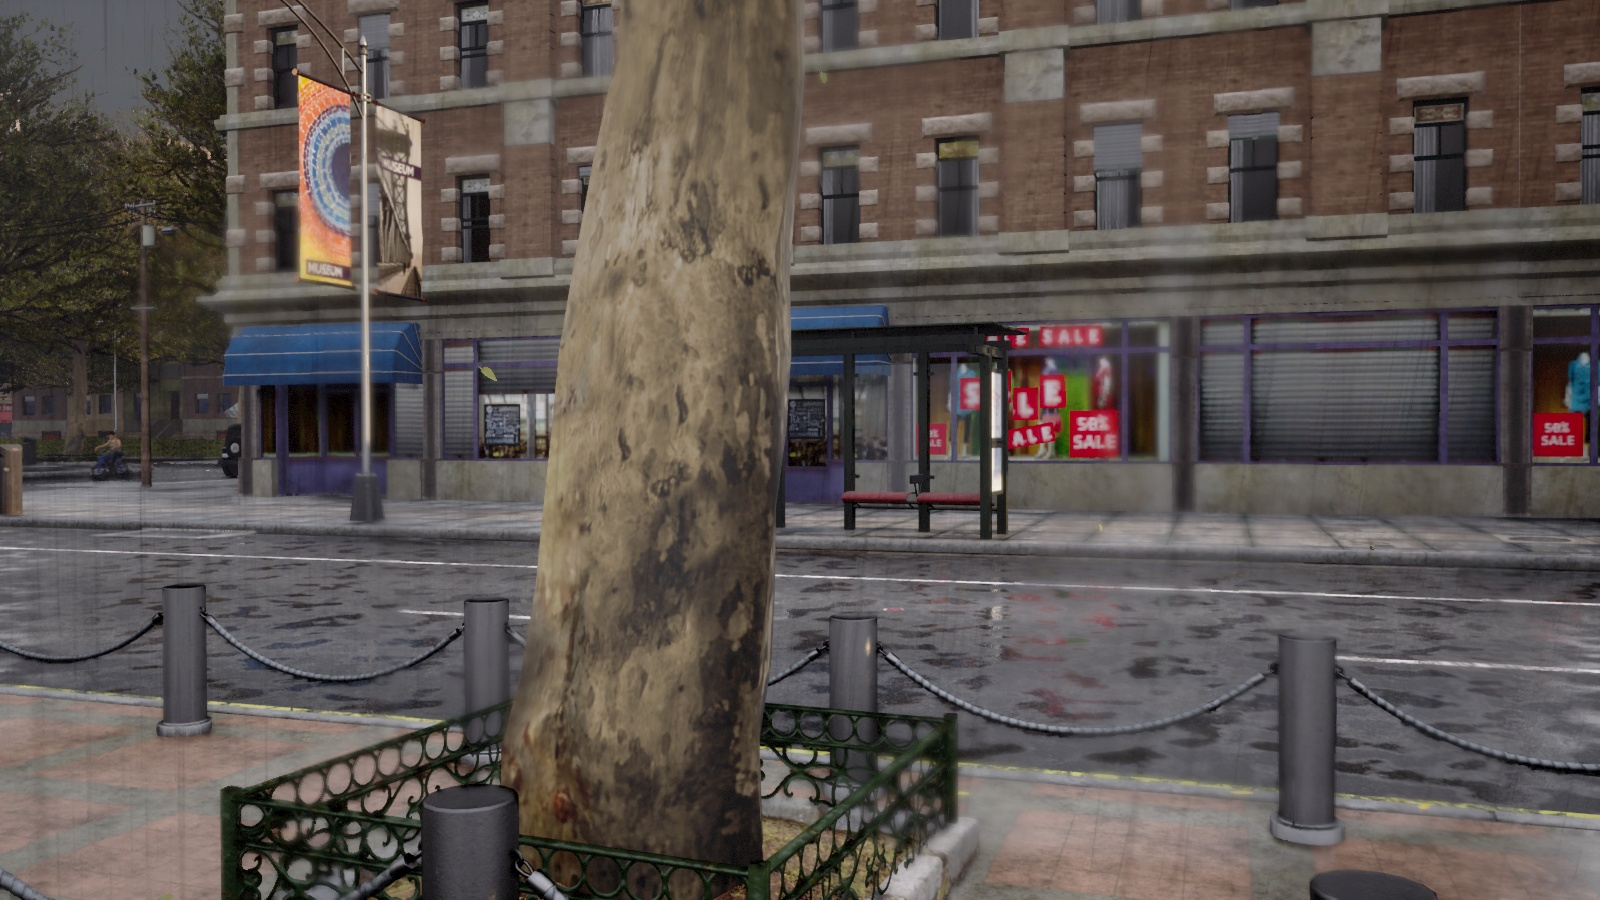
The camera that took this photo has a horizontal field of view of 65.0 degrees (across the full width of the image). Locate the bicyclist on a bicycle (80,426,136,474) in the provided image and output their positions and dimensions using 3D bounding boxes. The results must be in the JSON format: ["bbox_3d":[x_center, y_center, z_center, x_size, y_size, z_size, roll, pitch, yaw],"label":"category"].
[{"bbox_3d":[-23.529,-0.009,42.719,0.866,1.612,1.509,1,1,17],"label":"bicyclist on a bicycle"}]

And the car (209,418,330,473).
[{"bbox_3d":[-19.018,-0.176,45.192,1.905,1.878,3.866,1,0,18],"label":"car"}]
